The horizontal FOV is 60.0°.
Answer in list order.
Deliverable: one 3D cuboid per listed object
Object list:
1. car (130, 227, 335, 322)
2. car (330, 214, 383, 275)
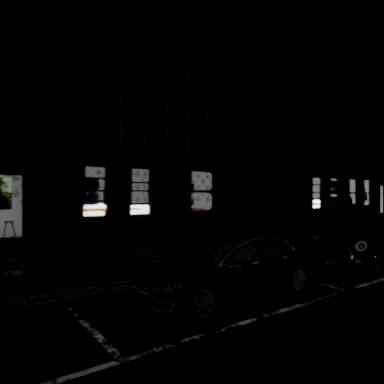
[{"bbox_3d":[0.835,1.560,7.155,4.403,1.369,2.008,0,0,-35],"label":"car"},{"bbox_3d":[5.472,1.458,10.459,4.097,1.590,1.967,0,0,-35],"label":"car"}]
